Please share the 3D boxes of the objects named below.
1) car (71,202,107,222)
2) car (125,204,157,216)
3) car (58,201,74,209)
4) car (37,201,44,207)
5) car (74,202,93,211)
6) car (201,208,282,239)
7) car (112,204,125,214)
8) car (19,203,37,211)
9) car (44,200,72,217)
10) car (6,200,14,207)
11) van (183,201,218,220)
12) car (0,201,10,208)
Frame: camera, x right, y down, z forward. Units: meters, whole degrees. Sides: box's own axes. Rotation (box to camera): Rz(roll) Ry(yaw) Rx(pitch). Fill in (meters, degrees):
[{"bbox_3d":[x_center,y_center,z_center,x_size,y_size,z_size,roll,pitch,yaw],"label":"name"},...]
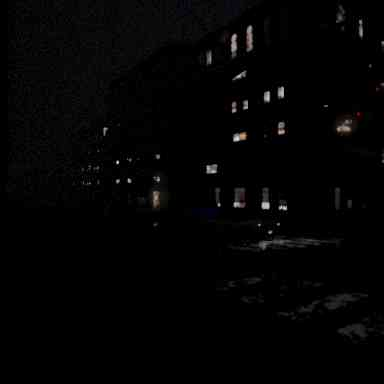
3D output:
[{"bbox_3d":[-9.394,1.896,30.944,1.967,1.590,4.097,-1,0,-36],"label":"car"},{"bbox_3d":[-6.057,2.100,40.524,1.752,1.417,4.829,-1,0,-36],"label":"car"},{"bbox_3d":[-25.786,2.573,67.824,1.967,1.590,4.097,-1,0,-36],"label":"car"},{"bbox_3d":[-39.002,3.075,86.115,1.947,1.339,4.313,-1,0,-36],"label":"car"},{"bbox_3d":[-19.275,2.474,58.816,1.752,1.417,4.829,-1,0,-36],"label":"car"},{"bbox_3d":[2.699,1.787,18.769,1.895,1.301,4.718,0,-1,-36],"label":"car"},{"bbox_3d":[-9.261,2.231,44.958,1.947,1.339,4.313,-1,0,-36],"label":"car"},{"bbox_3d":[-29.119,2.538,58.244,1.752,1.417,4.829,-1,0,-36],"label":"car"},{"bbox_3d":[-16.003,2.082,40.090,1.967,1.590,4.097,-1,0,-36],"label":"car"},{"bbox_3d":[-42.442,2.707,76.675,2.192,1.841,5.009,-1,0,-36],"label":"car"},{"bbox_3d":[0.785,1.728,31.340,1.690,1.788,3.998,-1,0,-36],"label":"van"},{"bbox_3d":[-45.642,3.009,81.108,1.752,1.417,4.829,-1,0,-36],"label":"car"}]
